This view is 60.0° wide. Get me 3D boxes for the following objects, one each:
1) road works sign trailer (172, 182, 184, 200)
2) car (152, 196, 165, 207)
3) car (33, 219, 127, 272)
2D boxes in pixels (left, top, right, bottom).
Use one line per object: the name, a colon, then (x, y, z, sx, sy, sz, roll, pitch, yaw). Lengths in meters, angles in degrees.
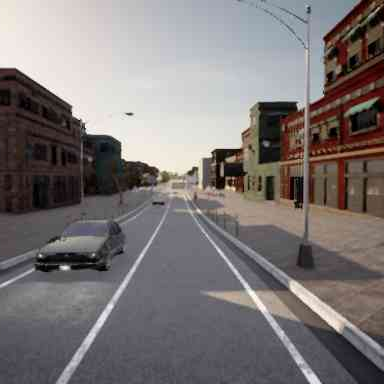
road works sign trailer: (-2.796, -0.170, 65.578, 2.380, 3.560, 2.880, 0, 3, -3)
car: (-5.274, 1.402, 52.725, 1.882, 1.535, 5.008, 0, 2, -2)
car: (-3.429, 1.649, 11.385, 2.033, 1.411, 5.357, 0, -1, -2)
